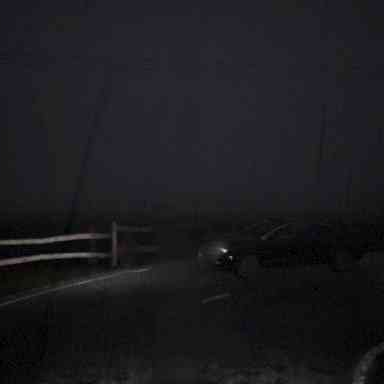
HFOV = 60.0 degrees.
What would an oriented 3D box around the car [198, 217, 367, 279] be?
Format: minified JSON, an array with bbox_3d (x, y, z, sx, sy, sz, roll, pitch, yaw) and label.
[{"bbox_3d":[2.642,1.522,9.810,4.902,1.511,2.128,0,0,-13],"label":"car"}]
